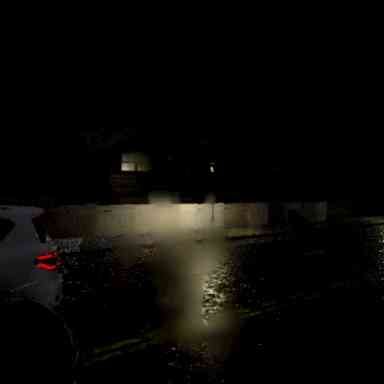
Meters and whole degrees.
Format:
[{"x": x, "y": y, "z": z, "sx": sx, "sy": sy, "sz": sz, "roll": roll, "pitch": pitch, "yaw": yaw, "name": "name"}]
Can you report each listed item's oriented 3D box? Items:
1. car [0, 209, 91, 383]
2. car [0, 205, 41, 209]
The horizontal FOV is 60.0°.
[{"x": -3.158, "y": 1.202, "z": 1.182, "sx": 5.566, "sy": 2.045, "sz": 2.150, "roll": 1, "pitch": 0, "yaw": -36, "name": "car"}, {"x": -4.655, "y": 1.209, "z": 4.356, "sx": 5.566, "sy": 2.045, "sz": 2.150, "roll": 1, "pitch": 0, "yaw": -36, "name": "car"}]
